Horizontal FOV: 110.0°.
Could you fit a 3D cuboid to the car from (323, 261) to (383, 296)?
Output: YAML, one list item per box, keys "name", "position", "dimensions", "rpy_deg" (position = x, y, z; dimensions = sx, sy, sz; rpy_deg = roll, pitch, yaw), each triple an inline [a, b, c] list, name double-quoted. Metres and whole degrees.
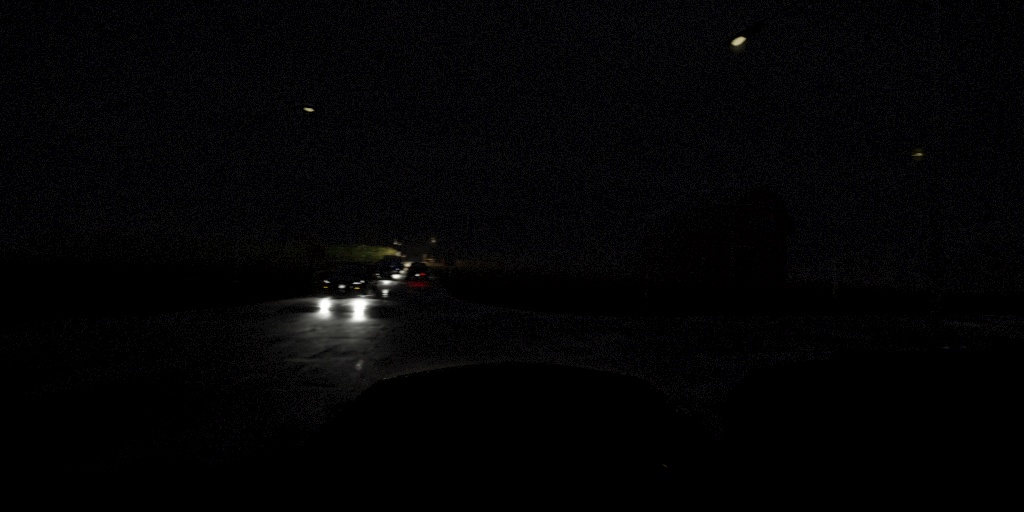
- name: "car"
  position: [-8.127, 1.140, 18.480]
  dimensions: [1.837, 1.490, 4.892]
  rpy_deg: [2, -1, -12]

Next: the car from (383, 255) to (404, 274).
- name: "car"
  position: [-13.784, 0.912, 40.935]
  dimensions: [2.150, 2.045, 5.566]
  rpy_deg: [2, -1, -14]

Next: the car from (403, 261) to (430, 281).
- name: "car"
  position: [-8.271, 1.295, 31.435]
  dimensions: [1.837, 1.490, 4.892]
  rpy_deg: [2, -1, -15]

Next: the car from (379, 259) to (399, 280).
- name: "car"
  position: [-11.062, 1.217, 30.492]
  dimensions: [2.033, 1.411, 5.357]
  rpy_deg: [2, -1, -15]
